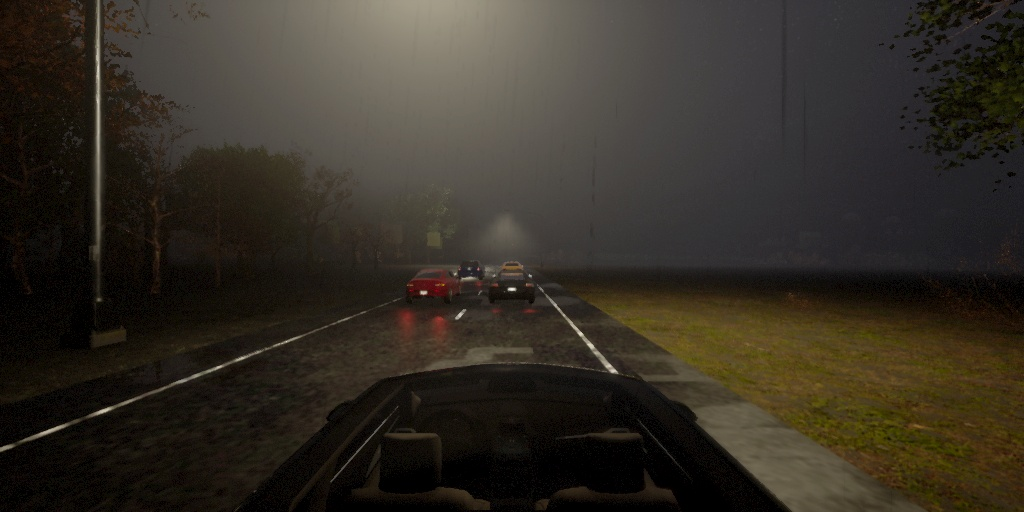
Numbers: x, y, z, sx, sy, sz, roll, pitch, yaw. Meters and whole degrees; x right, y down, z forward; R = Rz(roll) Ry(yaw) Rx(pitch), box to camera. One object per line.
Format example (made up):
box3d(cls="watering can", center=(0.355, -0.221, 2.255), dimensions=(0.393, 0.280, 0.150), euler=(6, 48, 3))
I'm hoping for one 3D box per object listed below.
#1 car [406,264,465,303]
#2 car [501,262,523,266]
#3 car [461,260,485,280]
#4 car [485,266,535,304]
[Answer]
box3d(cls="car", center=(-3.500, 1.284, 16.501), dimensions=(1.812, 1.442, 4.674), euler=(0, 0, 0))
box3d(cls="car", center=(0.000, 1.237, 31.503), dimensions=(1.882, 1.535, 5.008), euler=(0, 0, 0))
box3d(cls="car", center=(-3.500, 1.118, 31.473), dimensions=(2.097, 1.767, 4.553), euler=(0, 0, 0))
box3d(cls="car", center=(-0.001, 1.323, 16.501), dimensions=(1.994, 1.385, 4.181), euler=(0, 0, 0))
